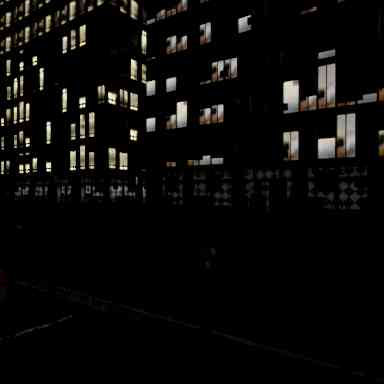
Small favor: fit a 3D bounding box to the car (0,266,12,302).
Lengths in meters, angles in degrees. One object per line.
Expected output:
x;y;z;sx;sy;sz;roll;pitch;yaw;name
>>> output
-5.554;1.526;6.846;4.829;1.417;1.752;0;0;36;car
